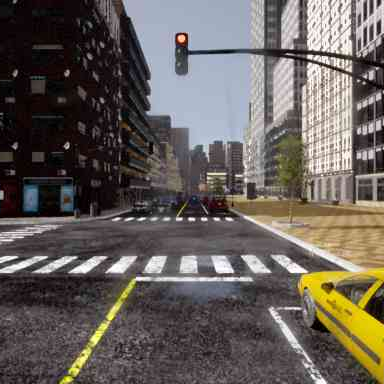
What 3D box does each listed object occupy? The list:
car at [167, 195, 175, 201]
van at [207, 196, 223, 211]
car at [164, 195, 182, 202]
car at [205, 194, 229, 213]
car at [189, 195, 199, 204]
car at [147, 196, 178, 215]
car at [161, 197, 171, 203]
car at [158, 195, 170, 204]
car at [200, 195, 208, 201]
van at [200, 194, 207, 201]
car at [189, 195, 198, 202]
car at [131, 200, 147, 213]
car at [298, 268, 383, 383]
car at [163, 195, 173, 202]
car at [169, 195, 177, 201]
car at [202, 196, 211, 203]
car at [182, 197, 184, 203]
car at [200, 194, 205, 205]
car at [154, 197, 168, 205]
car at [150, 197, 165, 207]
[{"bbox_3d":[-5.310,1.613,85.982,1.752,1.417,4.829,0,0,0],"label":"car"},{"bbox_3d":[2.872,1.358,41.901,1.690,1.788,3.998,0,0,0],"label":"van"},{"bbox_3d":[-2.889,1.570,47.322,2.033,1.411,5.357,0,0,0],"label":"car"},{"bbox_3d":[2.847,1.327,36.375,2.192,1.841,5.009,0,0,0],"label":"car"},{"bbox_3d":[0.398,1.404,66.684,2.097,1.767,4.553,0,0,0],"label":"car"},{"bbox_3d":[-2.947,1.500,34.272,2.128,1.511,4.902,0,0,0],"label":"car"},{"bbox_3d":[-5.384,1.639,69.572,1.802,1.307,4.206,0,0,0],"label":"car"},{"bbox_3d":[-5.409,1.488,64.045,1.967,1.590,4.097,0,0,0],"label":"car"},{"bbox_3d":[3.072,1.613,86.284,1.752,1.417,4.829,0,0,0],"label":"car"},{"bbox_3d":[3.094,1.441,91.640,1.690,1.788,3.998,0,0,0],"label":"van"},{"bbox_3d":[0.346,1.569,76.579,1.837,1.490,4.892,0,0,0],"label":"car"},{"bbox_3d":[-5.531,1.563,36.412,2.008,1.369,4.403,0,0,0],"label":"car"},{"bbox_3d":[2.704,1.525,4.133,1.752,1.417,4.829,0,0,0],"label":"car"},{"bbox_3d":[-5.360,1.507,75.098,1.967,1.590,4.097,0,0,0],"label":"car"},{"bbox_3d":[-5.285,1.644,91.677,1.887,1.381,4.507,0,0,0],"label":"car"},{"bbox_3d":[2.996,1.602,69.534,1.887,1.381,4.507,0,0,0],"label":"car"},{"bbox_3d":[-2.703,1.533,68.600,1.882,1.535,5.008,0,0,1],"label":"car"},{"bbox_3d":[2.946,1.354,58.481,2.192,1.841,5.009,0,0,0],"label":"car"},{"bbox_3d":[-5.433,1.584,58.518,1.887,1.381,4.507,0,0,0],"label":"car"},{"bbox_3d":[-5.457,1.581,52.992,2.008,1.369,4.403,0,0,0],"label":"car"}]
